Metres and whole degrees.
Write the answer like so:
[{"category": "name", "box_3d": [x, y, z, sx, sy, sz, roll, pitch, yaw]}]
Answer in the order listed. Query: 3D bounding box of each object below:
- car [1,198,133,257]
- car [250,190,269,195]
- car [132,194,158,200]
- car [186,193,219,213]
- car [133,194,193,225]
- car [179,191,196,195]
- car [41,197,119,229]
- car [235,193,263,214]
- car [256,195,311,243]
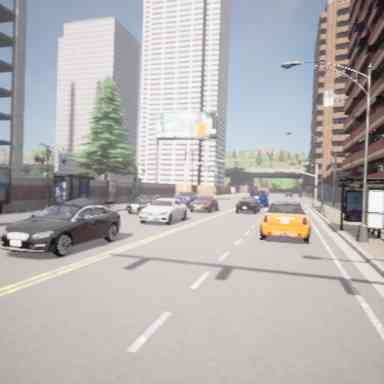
[{"category": "car", "box_3d": [-4.259, 1.153, 11.685, 2.128, 1.511, 4.902, 2, 1, 16]}, {"category": "car", "box_3d": [8.092, 0.789, 40.483, 2.150, 2.045, 5.566, 2, 1, 16]}, {"category": "car", "box_3d": [-3.495, 0.914, 26.642, 2.128, 1.511, 4.902, 2, 1, 16]}, {"category": "car", "box_3d": [1.200, 1.044, 30.185, 1.812, 1.442, 4.674, 2, 1, 17]}, {"category": "car", "box_3d": [-1.626, 1.118, 20.585, 1.812, 1.442, 4.674, 2, 1, 16]}, {"category": "car", "box_3d": [-0.634, 0.701, 36.250, 2.097, 1.767, 4.553, 2, 1, 17]}, {"category": "car", "box_3d": [-5.969, 1.051, 18.287, 1.994, 1.385, 4.181, 2, 1, 16]}, {"category": "car", "box_3d": [5.197, 1.169, 30.710, 1.812, 1.442, 4.674, 2, 1, 16]}, {"category": "car", "box_3d": [4.492, 1.233, 15.940, 2.097, 1.767, 4.553, 2, 1, 17]}]
